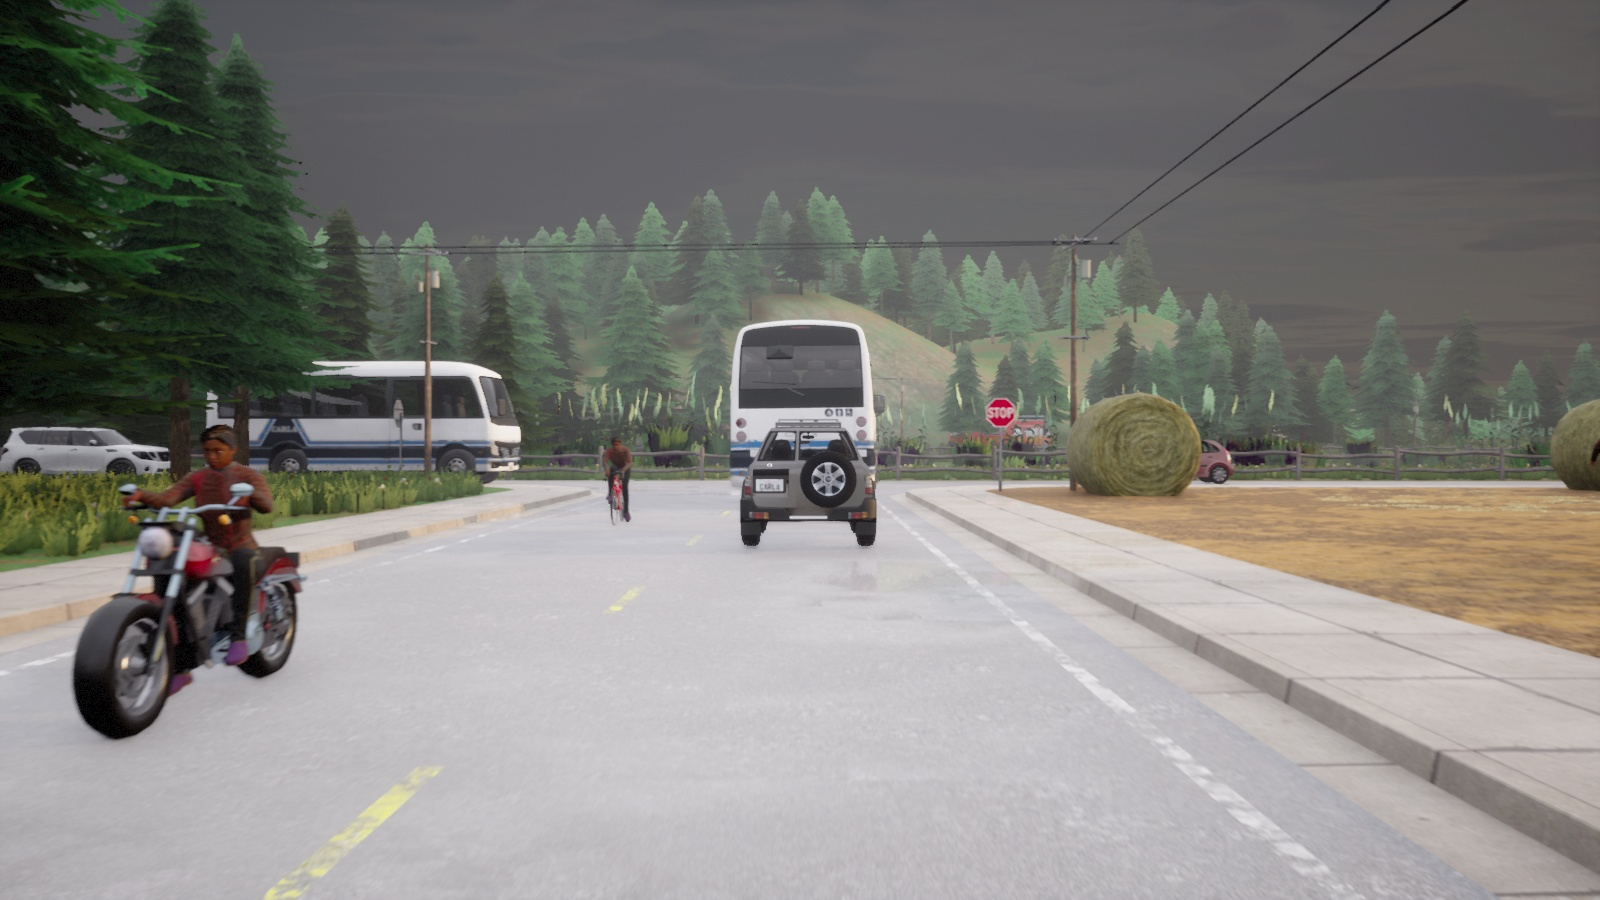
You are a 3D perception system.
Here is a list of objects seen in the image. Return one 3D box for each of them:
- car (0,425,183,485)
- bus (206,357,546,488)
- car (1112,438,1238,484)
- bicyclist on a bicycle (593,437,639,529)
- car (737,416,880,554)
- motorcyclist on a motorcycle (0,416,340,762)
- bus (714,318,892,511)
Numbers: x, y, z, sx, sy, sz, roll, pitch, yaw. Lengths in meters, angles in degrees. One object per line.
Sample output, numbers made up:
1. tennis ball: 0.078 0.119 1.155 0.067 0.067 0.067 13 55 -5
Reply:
1. car: -24.682 0.166 43.501 5.566 2.045 2.150 0 0 2
2. bus: -14.274 -0.919 42.981 10.273 4.253 3.944 0 0 3
3. car: 13.387 0.367 44.980 3.988 1.617 1.851 0 0 3
4. bicyclist on a bicycle: -3.355 0.567 22.975 0.582 1.620 1.656 0 1 0
5. car: 0.129 0.455 19.216 1.932 1.855 4.605 0 0 0
6. motorcyclist on a motorcycle: -3.444 0.654 7.155 0.766 1.649 2.350 0 0 0
7. bus: 0.429 -0.816 33.143 3.944 4.253 10.273 0 0 4
